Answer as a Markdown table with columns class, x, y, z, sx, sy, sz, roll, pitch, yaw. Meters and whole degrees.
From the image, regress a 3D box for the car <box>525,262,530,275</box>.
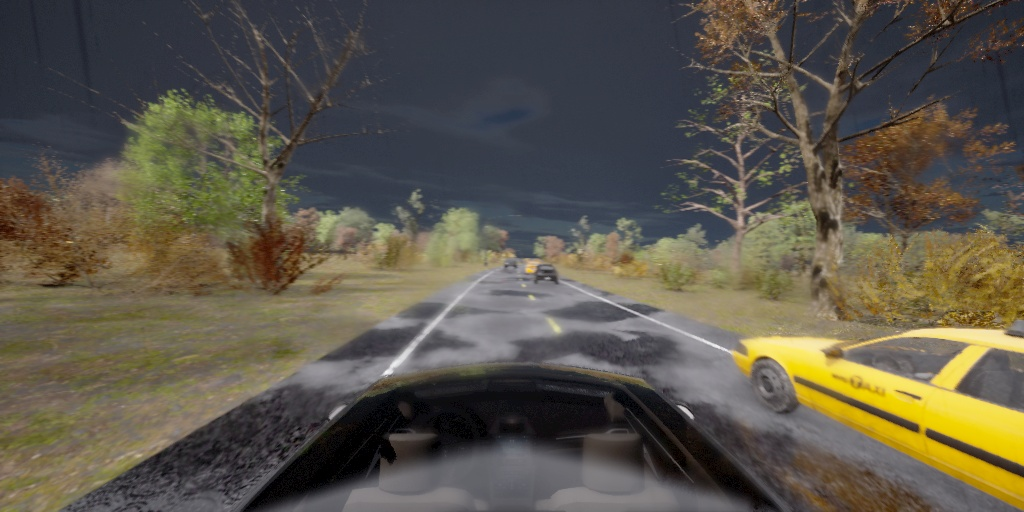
| class | x | y | z | sx | sy | sz | roll | pitch | yaw |
| --- | --- | --- | --- | --- | --- | --- | --- | --- | --- |
| car | 2.600 | 1.445 | 42.142 | 1.882 | 1.535 | 5.008 | 1 | 0 | 1 |

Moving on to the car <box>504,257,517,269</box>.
| class | x | y | z | sx | sy | sz | roll | pitch | yaw |
| --- | --- | --- | --- | --- | --- | --- | --- | --- | --- |
| car | -0.235 | 1.239 | 64.534 | 2.150 | 2.045 | 5.566 | 1 | 0 | 3 |

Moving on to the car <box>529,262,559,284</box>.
| class | x | y | z | sx | sy | sz | roll | pitch | yaw |
| --- | --- | --- | --- | --- | --- | --- | --- | --- | --- |
| car | 2.631 | 1.406 | 28.634 | 1.837 | 1.490 | 4.892 | 1 | 0 | 0 |

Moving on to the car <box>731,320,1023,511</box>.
| class | x | y | z | sx | sy | sz | roll | pitch | yaw |
| --- | --- | --- | --- | --- | --- | --- | --- | --- | --- |
| car | 4.384 | 1.315 | 3.263 | 1.801 | 1.575 | 5.366 | 1 | 0 | -3 |
